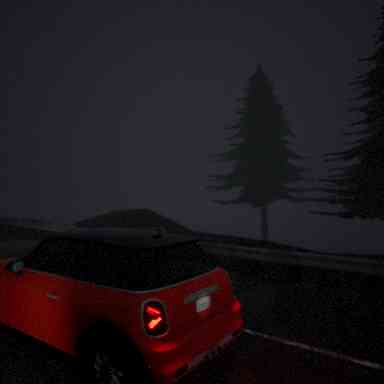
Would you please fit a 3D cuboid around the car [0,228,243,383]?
[{"bbox_3d":[-1.574,1.356,5.242,4.553,1.767,2.097,0,0,36],"label":"car"}]
